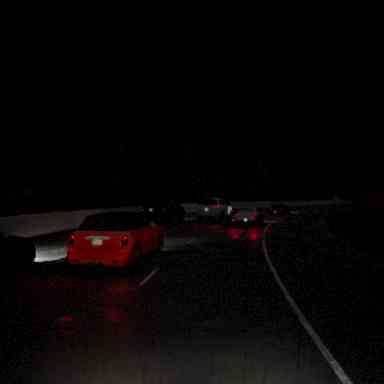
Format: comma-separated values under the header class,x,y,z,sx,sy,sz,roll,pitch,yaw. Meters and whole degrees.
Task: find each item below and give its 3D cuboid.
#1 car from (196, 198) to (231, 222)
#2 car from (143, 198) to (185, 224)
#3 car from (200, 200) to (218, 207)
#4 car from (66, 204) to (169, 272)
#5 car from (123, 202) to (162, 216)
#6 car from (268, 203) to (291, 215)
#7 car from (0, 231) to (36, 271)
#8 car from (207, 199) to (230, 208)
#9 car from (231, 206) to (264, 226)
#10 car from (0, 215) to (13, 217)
class,x,y,z,sx,sy,sz,roll,pitch,yaw
car,2.102,1.536,30.001,2.150,2.045,5.566,0,-1,20
car,-2.341,1.495,27.795,2.150,2.045,5.566,0,-1,17
car,3.584,2.278,68.514,1.994,1.385,4.181,0,-1,32
car,-2.395,1.460,11.506,2.097,1.767,4.553,0,-1,8
car,-5.712,1.924,39.234,2.033,1.411,5.357,0,-1,24
car,10.890,2.065,41.072,1.895,1.301,4.718,0,-1,28
car,-6.208,1.633,9.206,1.994,1.385,4.181,0,-1,5
car,5.170,2.177,64.519,2.128,1.511,4.902,0,-1,38
car,4.567,1.813,26.302,1.812,1.442,4.674,0,-1,17
car,-14.681,1.523,22.838,2.097,1.767,4.553,0,-1,13
